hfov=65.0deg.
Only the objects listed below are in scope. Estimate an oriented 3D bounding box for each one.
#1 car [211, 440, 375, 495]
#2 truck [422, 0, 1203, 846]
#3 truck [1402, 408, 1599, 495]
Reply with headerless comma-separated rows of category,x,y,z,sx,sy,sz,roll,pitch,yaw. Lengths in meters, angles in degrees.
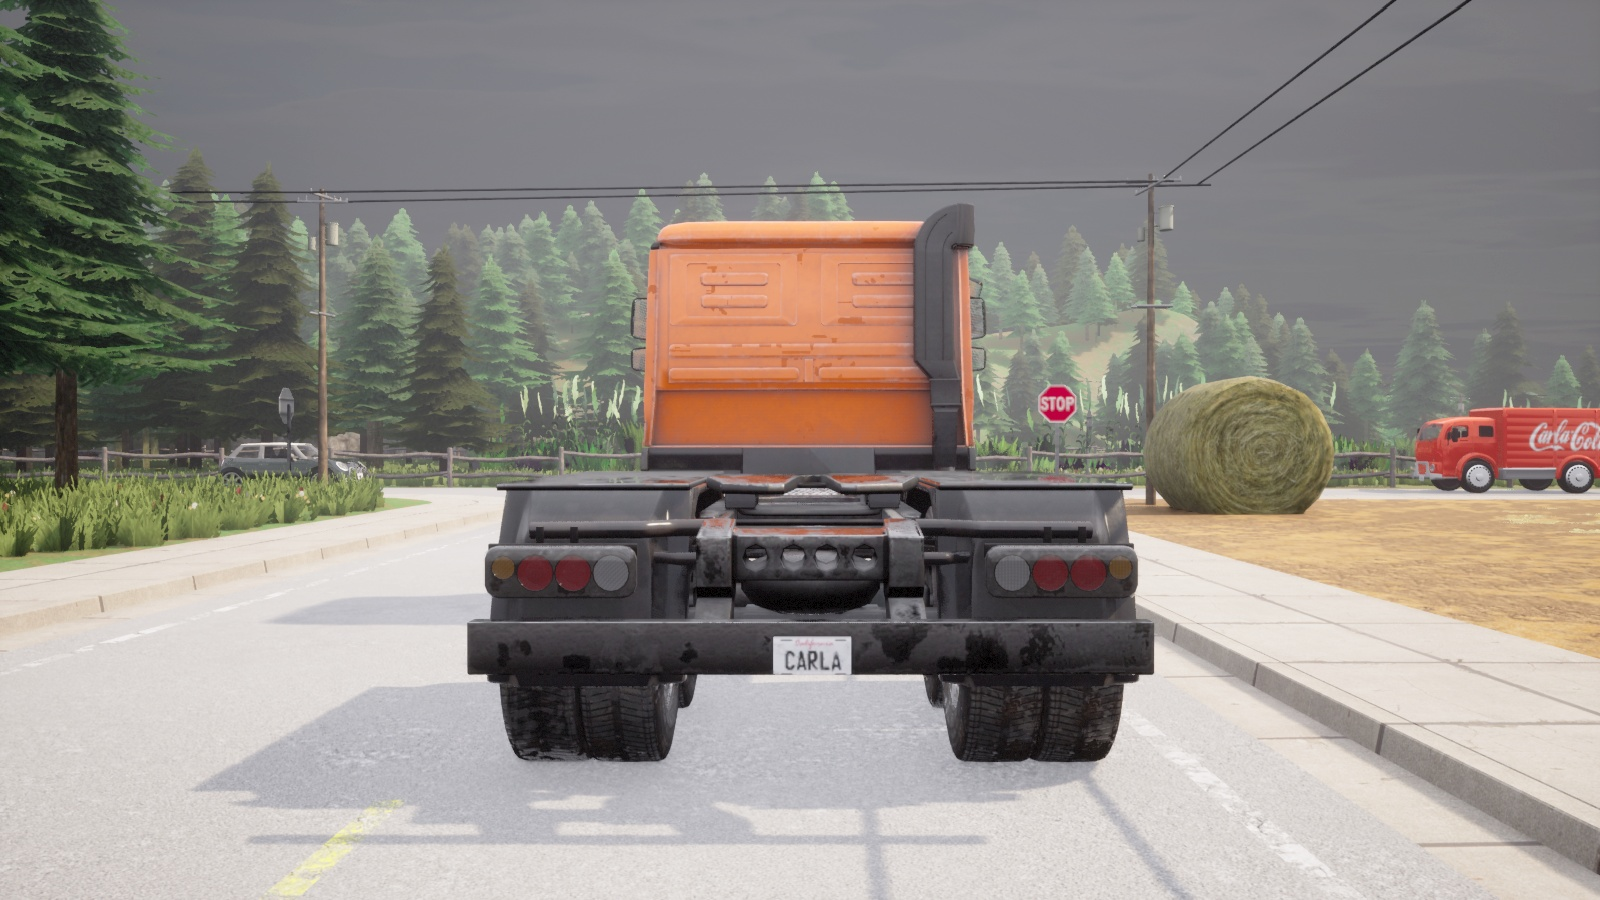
car,-14.161,0.467,35.216,3.806,1.475,1.970,0,0,3
truck,0.063,-0.284,8.625,2.891,3.462,7.936,0,0,0
truck,20.897,0.035,36.823,5.204,2.467,2.627,0,0,3
